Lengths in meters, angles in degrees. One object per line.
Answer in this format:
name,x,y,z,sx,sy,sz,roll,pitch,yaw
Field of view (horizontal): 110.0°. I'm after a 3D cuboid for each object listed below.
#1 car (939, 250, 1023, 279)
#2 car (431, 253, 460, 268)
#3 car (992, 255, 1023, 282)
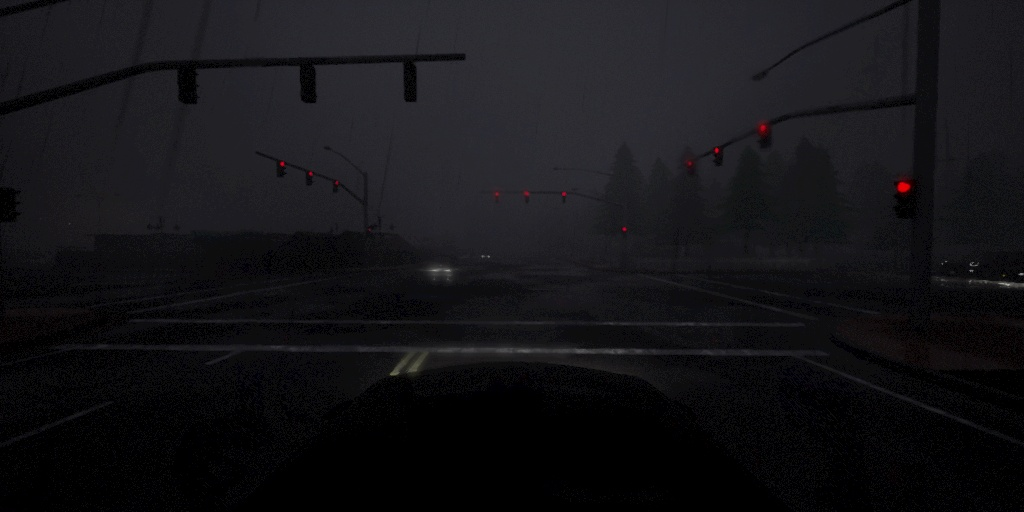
car,29.851,0.468,22.356,4.553,1.767,2.097,0,2,3
car,-6.162,0.386,33.971,2.033,1.411,5.357,0,2,1
car,28.996,0.780,18.903,4.181,1.385,1.994,0,2,3
